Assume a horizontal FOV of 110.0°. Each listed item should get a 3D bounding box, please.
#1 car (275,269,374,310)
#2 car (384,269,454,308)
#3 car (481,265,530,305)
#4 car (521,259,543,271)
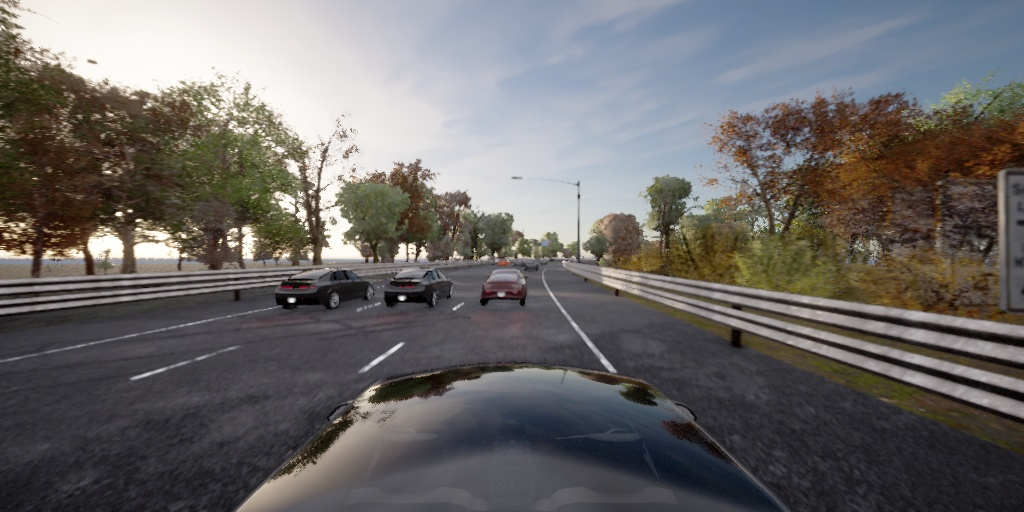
[{"bbox_3d":[-7.364,1.259,14.657,1.837,1.490,4.892,0,0,4],"label":"car"},{"bbox_3d":[-3.814,1.270,15.358,1.837,1.490,4.892,0,0,4],"label":"car"},{"bbox_3d":[-0.256,1.300,16.055,1.812,1.442,4.674,0,0,4],"label":"car"},{"bbox_3d":[2.962,1.354,52.656,2.128,1.511,4.902,0,0,6],"label":"car"}]
